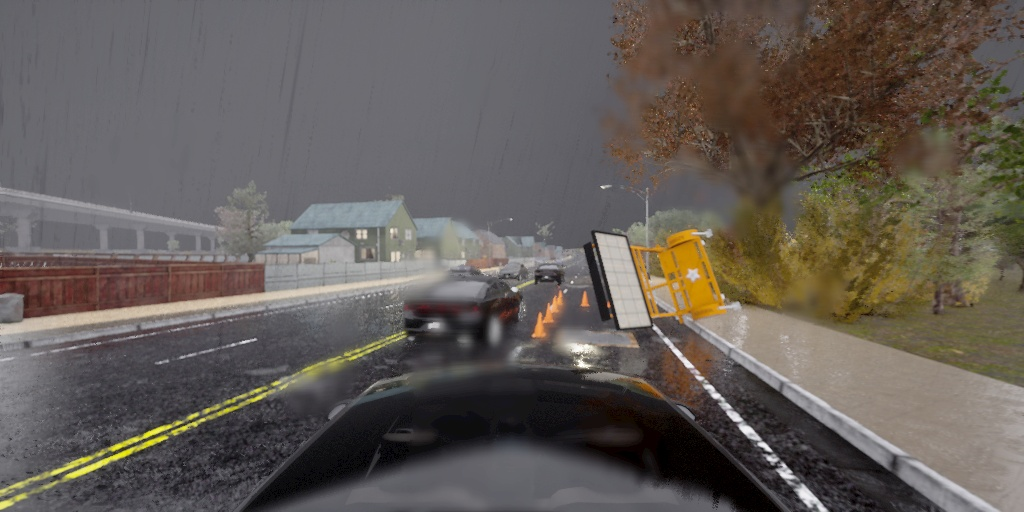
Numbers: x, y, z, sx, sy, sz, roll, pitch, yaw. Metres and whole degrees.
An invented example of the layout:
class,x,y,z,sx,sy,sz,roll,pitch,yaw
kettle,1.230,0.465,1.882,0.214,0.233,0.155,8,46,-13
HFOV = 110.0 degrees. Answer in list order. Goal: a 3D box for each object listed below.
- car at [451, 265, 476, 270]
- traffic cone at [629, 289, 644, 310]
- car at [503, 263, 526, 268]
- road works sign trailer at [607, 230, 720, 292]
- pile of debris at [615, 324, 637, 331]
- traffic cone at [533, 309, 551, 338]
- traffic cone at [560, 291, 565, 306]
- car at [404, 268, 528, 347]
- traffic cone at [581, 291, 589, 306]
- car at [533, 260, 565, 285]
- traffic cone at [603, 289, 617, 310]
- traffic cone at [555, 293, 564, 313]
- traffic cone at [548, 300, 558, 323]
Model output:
class,x,y,z,sx,sy,sz,roll,pitch,yaw
car,-3.703,1.420,28.193,1.994,1.385,4.181,0,0,13
traffic cone,4.953,1.742,14.284,0.340,0.580,0.340,0,0,13
car,0.138,1.359,30.497,1.837,1.490,4.892,0,0,13
road works sign trailer,4.750,-0.967,10.402,2.880,3.560,2.380,0,0,-24
pile of debris,2.053,1.938,8.796,1.860,0.140,1.500,0,0,12
traffic cone,0.723,1.732,9.079,0.340,0.580,0.340,0,0,13
traffic cone,2.025,1.752,14.935,0.340,0.580,0.340,0,0,13
car,-0.983,1.260,9.568,1.882,1.535,5.008,0,0,13
traffic cone,3.001,1.748,14.718,0.340,0.580,0.340,0,0,13
car,2.925,1.314,27.138,1.882,1.535,5.008,0,0,13
traffic cone,3.977,1.745,14.502,0.340,0.580,0.340,0,0,13
traffic cone,1.591,1.745,12.983,0.340,0.580,0.340,0,0,13
traffic cone,1.157,1.739,11.031,0.340,0.580,0.340,0,0,13
